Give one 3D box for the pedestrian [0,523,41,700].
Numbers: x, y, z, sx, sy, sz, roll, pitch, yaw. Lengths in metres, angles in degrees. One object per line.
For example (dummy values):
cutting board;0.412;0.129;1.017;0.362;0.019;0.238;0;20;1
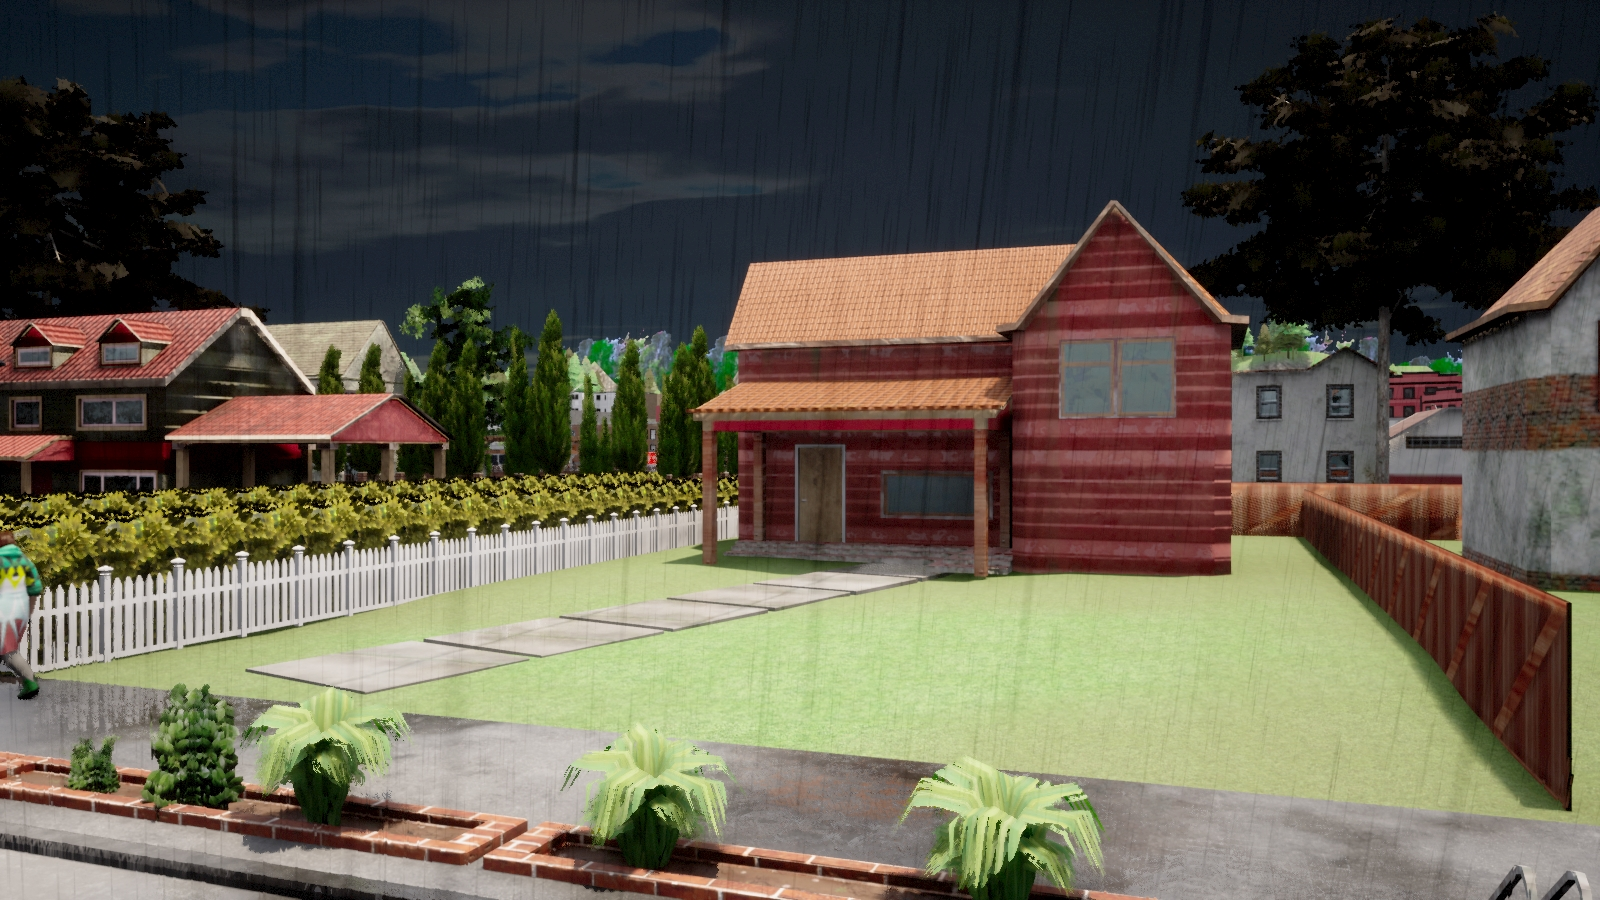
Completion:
pedestrian;-8.580;1.744;12.443;0.375;1.860;0.375;0;0;17
